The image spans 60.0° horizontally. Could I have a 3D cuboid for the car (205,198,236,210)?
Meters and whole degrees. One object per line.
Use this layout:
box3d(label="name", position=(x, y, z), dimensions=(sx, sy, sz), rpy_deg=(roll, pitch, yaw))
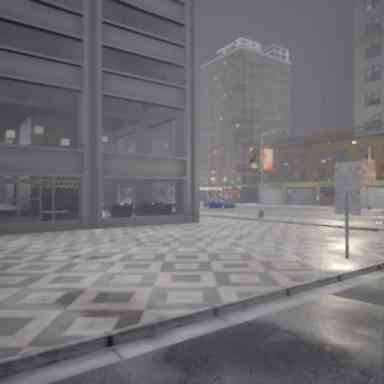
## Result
box3d(label="car", position=(3.693, 1.547, 43.619), dimensions=(1.882, 1.535, 5.008), rpy_deg=(0, 0, -36))
